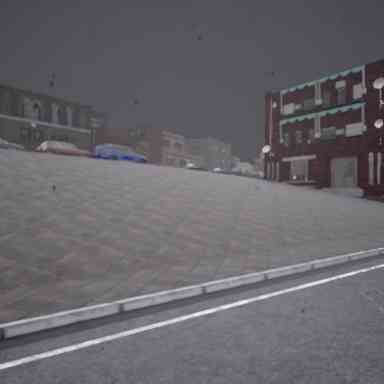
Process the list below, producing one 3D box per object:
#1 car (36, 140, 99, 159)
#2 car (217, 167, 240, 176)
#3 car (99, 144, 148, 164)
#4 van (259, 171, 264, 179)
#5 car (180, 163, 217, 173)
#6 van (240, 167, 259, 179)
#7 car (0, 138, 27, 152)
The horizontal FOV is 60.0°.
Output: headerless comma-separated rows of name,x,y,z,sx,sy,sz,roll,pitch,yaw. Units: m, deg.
car,-10.721,-3.364,28.158,2.185,1.767,4.553,0,-1,45
car,4.050,-2.493,44.700,2.002,1.452,4.674,0,-2,40
car,-6.846,-3.344,32.217,2.435,2.045,5.566,0,-1,44
van,11.023,-2.271,53.476,1.878,1.987,4.442,0,-2,38
car,0.487,-2.702,40.459,2.002,1.452,4.674,0,-2,41
van,7.638,-2.523,49.100,1.878,1.987,4.442,0,-2,39
car,-14.687,-3.361,24.152,4.892,1.521,2.231,1,-1,-44
